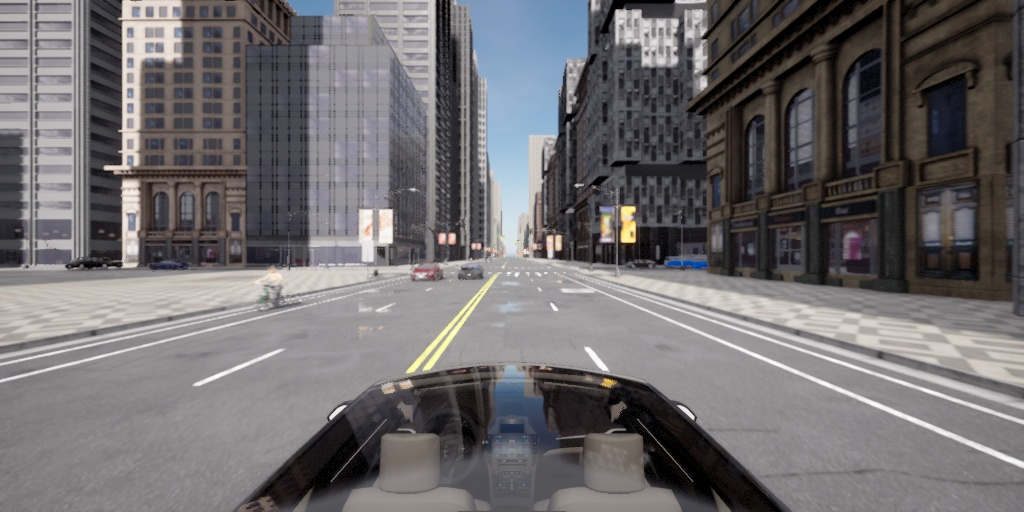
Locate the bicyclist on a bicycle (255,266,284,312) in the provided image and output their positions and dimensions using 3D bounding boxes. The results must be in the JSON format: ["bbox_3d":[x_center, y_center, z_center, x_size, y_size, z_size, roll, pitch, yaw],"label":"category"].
[{"bbox_3d":[-8.752,1.167,13.019,0.866,1.612,1.509,0,0,0],"label":"bicyclist on a bicycle"}]

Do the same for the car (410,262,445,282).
[{"bbox_3d":[-6.575,1.228,28.282,1.812,1.442,4.674,0,0,0],"label":"car"}]

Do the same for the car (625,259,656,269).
[{"bbox_3d":[19.122,1.169,53.431,4.403,1.370,2.007,0,0,0],"label":"car"}]

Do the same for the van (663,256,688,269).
[{"bbox_3d":[24.740,0.948,53.408,3.998,1.789,1.690,0,0,0],"label":"van"}]

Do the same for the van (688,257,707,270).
[{"bbox_3d":[24.706,0.954,44.883,3.998,1.789,1.690,0,0,0],"label":"van"}]

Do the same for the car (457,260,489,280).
[{"bbox_3d":[-3.316,1.264,29.979,1.994,1.385,4.181,0,0,0],"label":"car"}]
